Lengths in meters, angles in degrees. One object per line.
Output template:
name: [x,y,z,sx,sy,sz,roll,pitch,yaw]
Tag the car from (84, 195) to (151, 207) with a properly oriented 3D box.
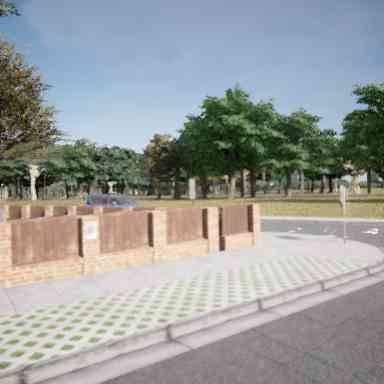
car: [-5.414,1.239,24.151,5.566,2.045,2.150,-1,1,31]
